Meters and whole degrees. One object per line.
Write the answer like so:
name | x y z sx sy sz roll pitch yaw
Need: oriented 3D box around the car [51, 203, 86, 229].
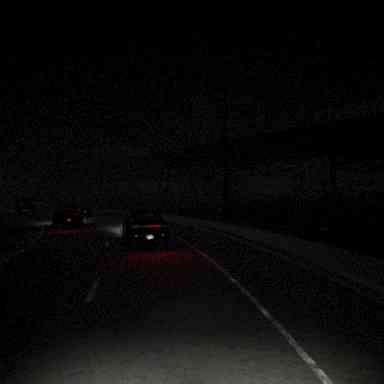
car | -9.161 1.731 24.262 1.882 1.535 5.008 0 -1 -24

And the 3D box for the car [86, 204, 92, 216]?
car | -12.418 1.891 36.725 1.812 1.442 4.674 -1 0 -33

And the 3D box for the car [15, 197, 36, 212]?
car | -24.022 1.820 47.884 2.150 2.045 5.566 -1 0 -34

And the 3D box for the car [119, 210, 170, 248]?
car | -2.300 1.618 15.680 2.128 1.511 4.902 0 0 -15
